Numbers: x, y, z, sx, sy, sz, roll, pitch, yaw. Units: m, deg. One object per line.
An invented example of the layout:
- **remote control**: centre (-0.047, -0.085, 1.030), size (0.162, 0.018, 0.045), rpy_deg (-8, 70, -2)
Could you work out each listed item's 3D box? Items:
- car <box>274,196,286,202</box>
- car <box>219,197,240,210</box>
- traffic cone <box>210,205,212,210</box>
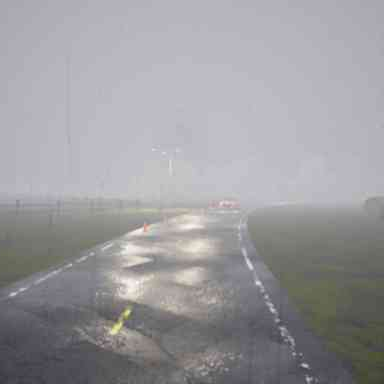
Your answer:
- **car**: centre (22.371, 1.888, 84.366), size (1.837, 1.490, 4.892), rpy_deg (0, 0, 33)
- **car**: centre (4.965, 1.434, 43.492), size (2.097, 1.767, 4.553), rpy_deg (0, 0, 17)
- **traffic cone**: centre (2.526, 2.033, 43.518), size (0.340, 0.580, 0.340), rpy_deg (0, 0, 16)
